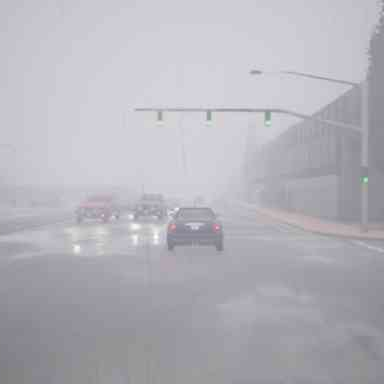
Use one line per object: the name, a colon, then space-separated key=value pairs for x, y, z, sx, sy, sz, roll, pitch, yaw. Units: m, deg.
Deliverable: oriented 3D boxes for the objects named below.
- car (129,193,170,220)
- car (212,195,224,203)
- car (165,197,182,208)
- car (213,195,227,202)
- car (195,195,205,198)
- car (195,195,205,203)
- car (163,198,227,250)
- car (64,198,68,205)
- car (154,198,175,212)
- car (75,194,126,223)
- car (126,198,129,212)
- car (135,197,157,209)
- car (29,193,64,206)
car: x=-3.330 y=1.139 z=27.532 sx=2.150 sy=2.045 sz=5.566 roll=0 pitch=0 yaw=2
car: x=5.051 y=1.298 z=64.587 sx=2.128 sy=1.511 sz=4.902 roll=0 pitch=0 yaw=2
car: x=-2.567 y=1.459 z=47.367 sx=1.895 sy=1.301 sz=4.718 roll=0 pitch=0 yaw=2
car: x=4.685 y=1.362 z=54.311 sx=1.812 sy=1.442 sz=4.674 roll=0 pitch=0 yaw=2
car: x=1.191 y=1.341 z=54.533 sx=1.837 sy=1.490 sz=4.892 roll=0 pitch=0 yaw=2
car: x=1.550 y=1.284 z=64.619 sx=1.882 sy=1.535 sz=5.008 roll=0 pitch=0 yaw=2
car: x=0.121 y=1.309 z=14.151 sx=2.097 sy=1.767 sz=4.553 roll=0 pitch=0 yaw=0
car: x=-20.869 y=1.246 z=50.205 sx=3.806 sy=1.475 sz=1.970 roll=0 pitch=0 yaw=1
car: x=-2.996 y=1.414 z=37.338 sx=1.812 sy=1.442 sz=4.674 roll=0 pitch=0 yaw=2
car: x=-6.896 y=1.146 z=25.148 sx=2.150 sy=2.045 sz=5.566 roll=0 pitch=0 yaw=2
car: x=-6.585 y=1.373 z=35.090 sx=1.882 sy=1.535 sz=5.008 roll=0 pitch=0 yaw=2
car: x=-6.148 y=1.412 z=45.365 sx=2.033 sy=1.411 sz=5.357 roll=0 pitch=0 yaw=2
car: x=-20.909 y=1.016 z=47.310 sx=3.866 sy=1.878 sz=1.905 roll=0 pitch=0 yaw=1
